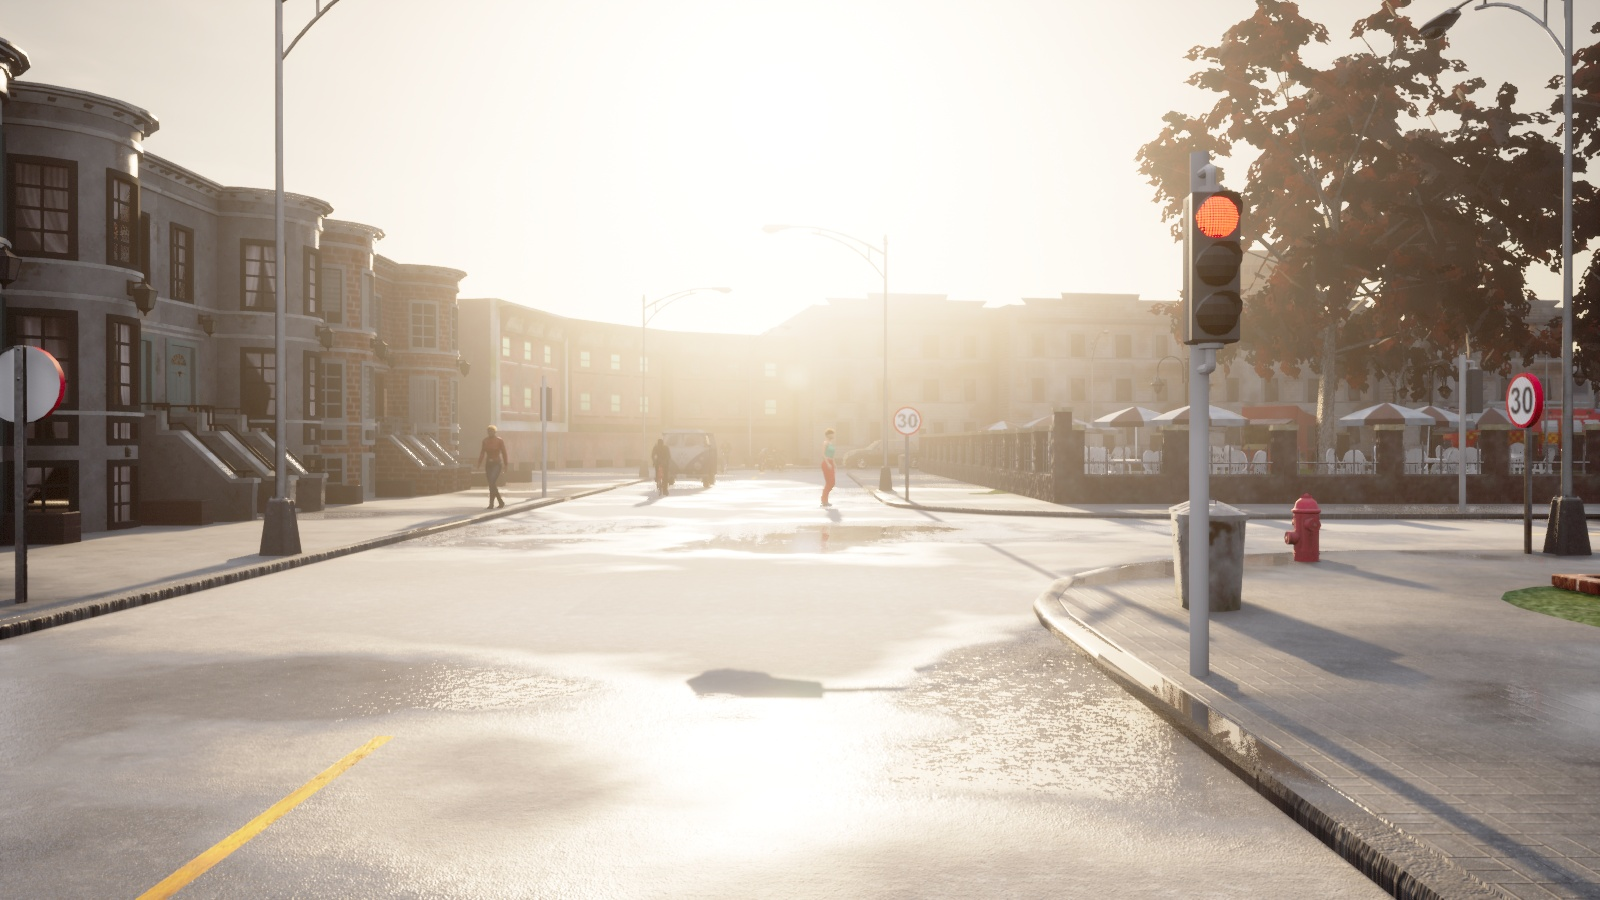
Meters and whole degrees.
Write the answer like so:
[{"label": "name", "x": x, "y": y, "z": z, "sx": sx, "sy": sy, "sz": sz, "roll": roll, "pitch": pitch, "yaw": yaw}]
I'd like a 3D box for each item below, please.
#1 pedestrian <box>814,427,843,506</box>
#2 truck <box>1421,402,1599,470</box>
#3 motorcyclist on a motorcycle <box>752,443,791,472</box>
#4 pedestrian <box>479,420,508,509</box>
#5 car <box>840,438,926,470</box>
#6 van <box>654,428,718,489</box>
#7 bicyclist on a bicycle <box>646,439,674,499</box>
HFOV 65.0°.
[{"label": "pedestrian", "x": 0.672, "y": 0.380, "z": 29.302, "sx": 0.594, "sy": 1.836, "sz": 0.345, "roll": 0, "pitch": 0, "yaw": 25}, {"label": "truck", "x": 40.301, "y": -0.789, "z": 71.495, "sx": 8.468, "sy": 3.827, "sz": 2.891, "roll": 0, "pitch": 0, "yaw": 0}, {"label": "motorcyclist on a motorcycle", "x": -1.521, "y": 0.402, "z": 67.341, "sx": 0.866, "sy": 1.530, "sz": 2.191, "roll": 0, "pitch": 0, "yaw": 40}, {"label": "pedestrian", "x": -6.423, "y": 0.302, "z": 26.354, "sx": 0.331, "sy": 1.846, "sz": 0.636, "roll": 0, "pitch": 0, "yaw": 13}, {"label": "car", "x": 4.657, "y": 0.210, "z": 71.198, "sx": 4.553, "sy": 1.767, "sz": 2.097, "roll": 0, "pitch": 0, "yaw": -7}, {"label": "van", "x": -3.856, "y": 0.250, "z": 43.195, "sx": 1.775, "sy": 1.987, "sz": 4.442, "roll": 0, "pitch": 1, "yaw": 0}, {"label": "bicyclist on a bicycle", "x": -3.876, "y": 0.499, "z": 34.938, "sx": 0.582, "sy": 1.620, "sz": 1.656, "roll": 0, "pitch": 1, "yaw": 0}]
